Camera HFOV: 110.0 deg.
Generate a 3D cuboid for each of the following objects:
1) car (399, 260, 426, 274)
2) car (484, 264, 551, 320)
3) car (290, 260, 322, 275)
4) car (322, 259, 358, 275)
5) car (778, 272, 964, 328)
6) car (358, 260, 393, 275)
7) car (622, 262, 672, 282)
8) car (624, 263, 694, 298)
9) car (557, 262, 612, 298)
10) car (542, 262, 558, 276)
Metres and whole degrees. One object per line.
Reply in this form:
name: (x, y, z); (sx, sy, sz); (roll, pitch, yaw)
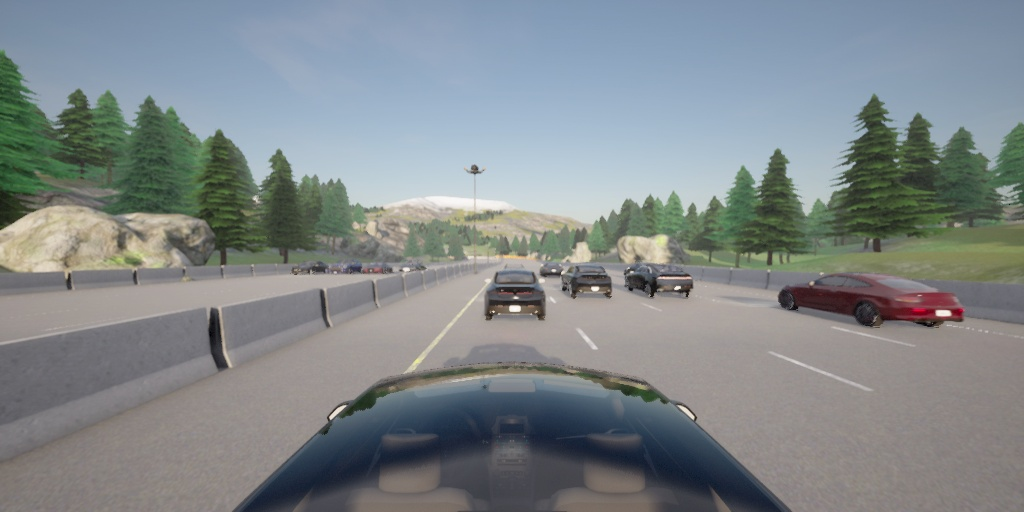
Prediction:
car: (-10.479, 1.210, 37.894); (2.128, 1.511, 4.902); (0, 0, 0)
car: (0.103, 1.193, 12.346); (1.837, 1.490, 4.892); (0, 0, 0)
car: (-20.978, 1.216, 37.471); (1.837, 1.490, 4.892); (0, 0, 0)
car: (-17.478, 1.067, 37.744); (2.097, 1.767, 4.553); (0, 0, 0)
car: (10.594, 1.221, 11.091); (1.812, 1.442, 4.674); (0, 0, 0)
car: (-13.980, 1.279, 37.507); (1.994, 1.385, 4.181); (0, 0, 0)
car: (10.671, 1.231, 28.906); (2.033, 1.411, 5.357); (0, 0, 0)
car: (7.136, 1.166, 17.849); (2.128, 1.511, 4.902); (0, 0, 0)
car: (3.637, 1.178, 18.028); (1.837, 1.490, 4.892); (0, 0, 0)
car: (3.693, 1.262, 33.511); (1.994, 1.385, 4.181); (0, 0, 0)
